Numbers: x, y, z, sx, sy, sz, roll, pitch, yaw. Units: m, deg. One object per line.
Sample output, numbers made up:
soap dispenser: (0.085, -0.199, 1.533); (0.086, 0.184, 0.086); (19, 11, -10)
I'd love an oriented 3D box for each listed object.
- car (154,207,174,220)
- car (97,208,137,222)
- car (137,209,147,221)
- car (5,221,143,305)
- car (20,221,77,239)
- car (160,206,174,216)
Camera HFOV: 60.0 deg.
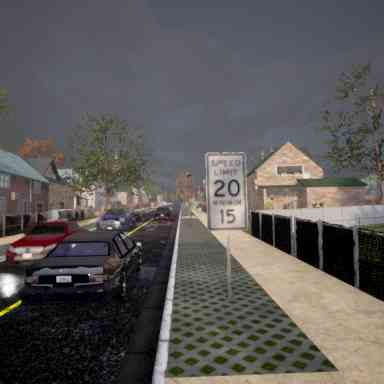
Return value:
car: (-3.331, 2.455, 38.915); (1.882, 1.535, 5.008); (-1, -1, -1)
car: (-5.820, 2.045, 25.492); (2.097, 1.767, 4.553); (-1, -1, -2)
car: (-6.129, 2.592, 36.959); (1.895, 1.301, 4.718); (-1, -1, -1)
car: (-2.467, 1.737, 8.713); (2.033, 1.411, 5.357); (-1, -1, -2)
car: (-5.449, 1.896, 13.181); (1.812, 1.442, 4.674); (-1, -2, -2)
car: (-3.684, 2.846, 49.354); (1.895, 1.301, 4.718); (-1, -1, -2)
